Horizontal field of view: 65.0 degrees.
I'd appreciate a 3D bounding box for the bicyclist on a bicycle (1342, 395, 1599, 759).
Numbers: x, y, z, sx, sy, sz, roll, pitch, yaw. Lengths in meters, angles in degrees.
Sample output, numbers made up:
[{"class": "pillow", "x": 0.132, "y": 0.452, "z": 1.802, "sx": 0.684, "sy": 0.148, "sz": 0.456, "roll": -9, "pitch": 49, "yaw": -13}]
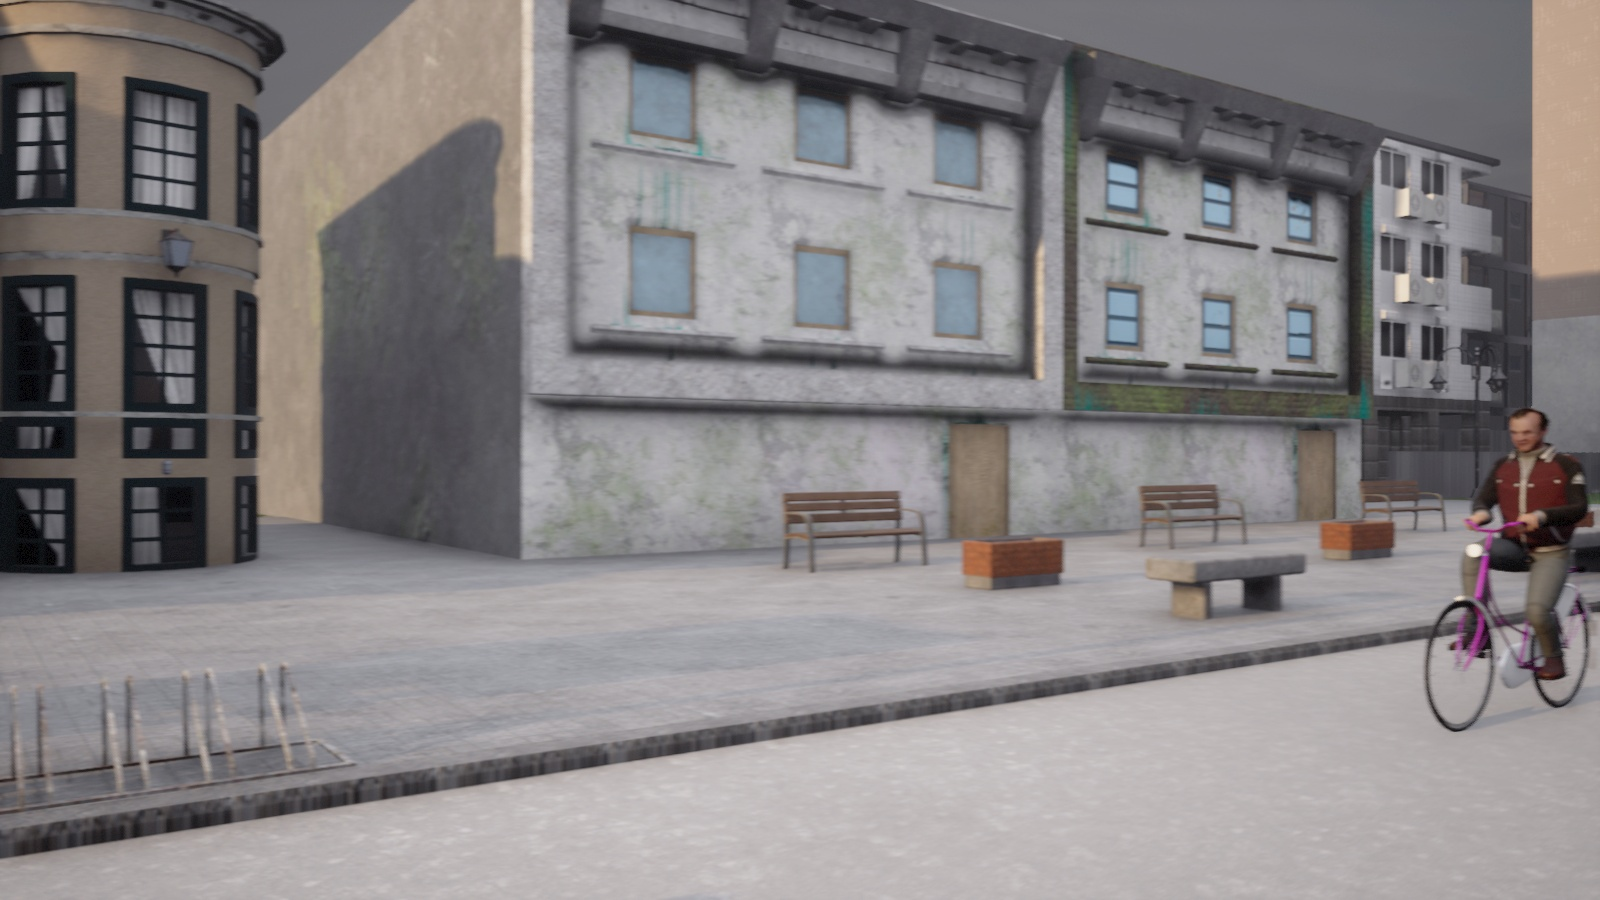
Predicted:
[{"class": "bicyclist on a bicycle", "x": 3.825, "y": 0.625, "z": 6.930, "sx": 1.843, "sy": 1.776, "sz": 0.659, "roll": 0, "pitch": 0, "yaw": -35}]
